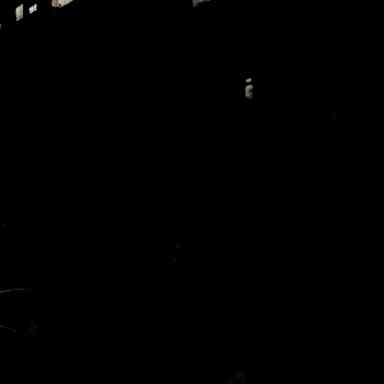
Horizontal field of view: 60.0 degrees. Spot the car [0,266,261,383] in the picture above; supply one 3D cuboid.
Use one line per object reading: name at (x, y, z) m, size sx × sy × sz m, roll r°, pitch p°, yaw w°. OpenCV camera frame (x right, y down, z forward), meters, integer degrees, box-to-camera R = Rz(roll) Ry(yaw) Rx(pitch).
car at (-1.351, 1.564, 3.843) m, size 4.313 × 1.339 × 1.947 m, roll 0°, pitch 0°, yaw 35°
